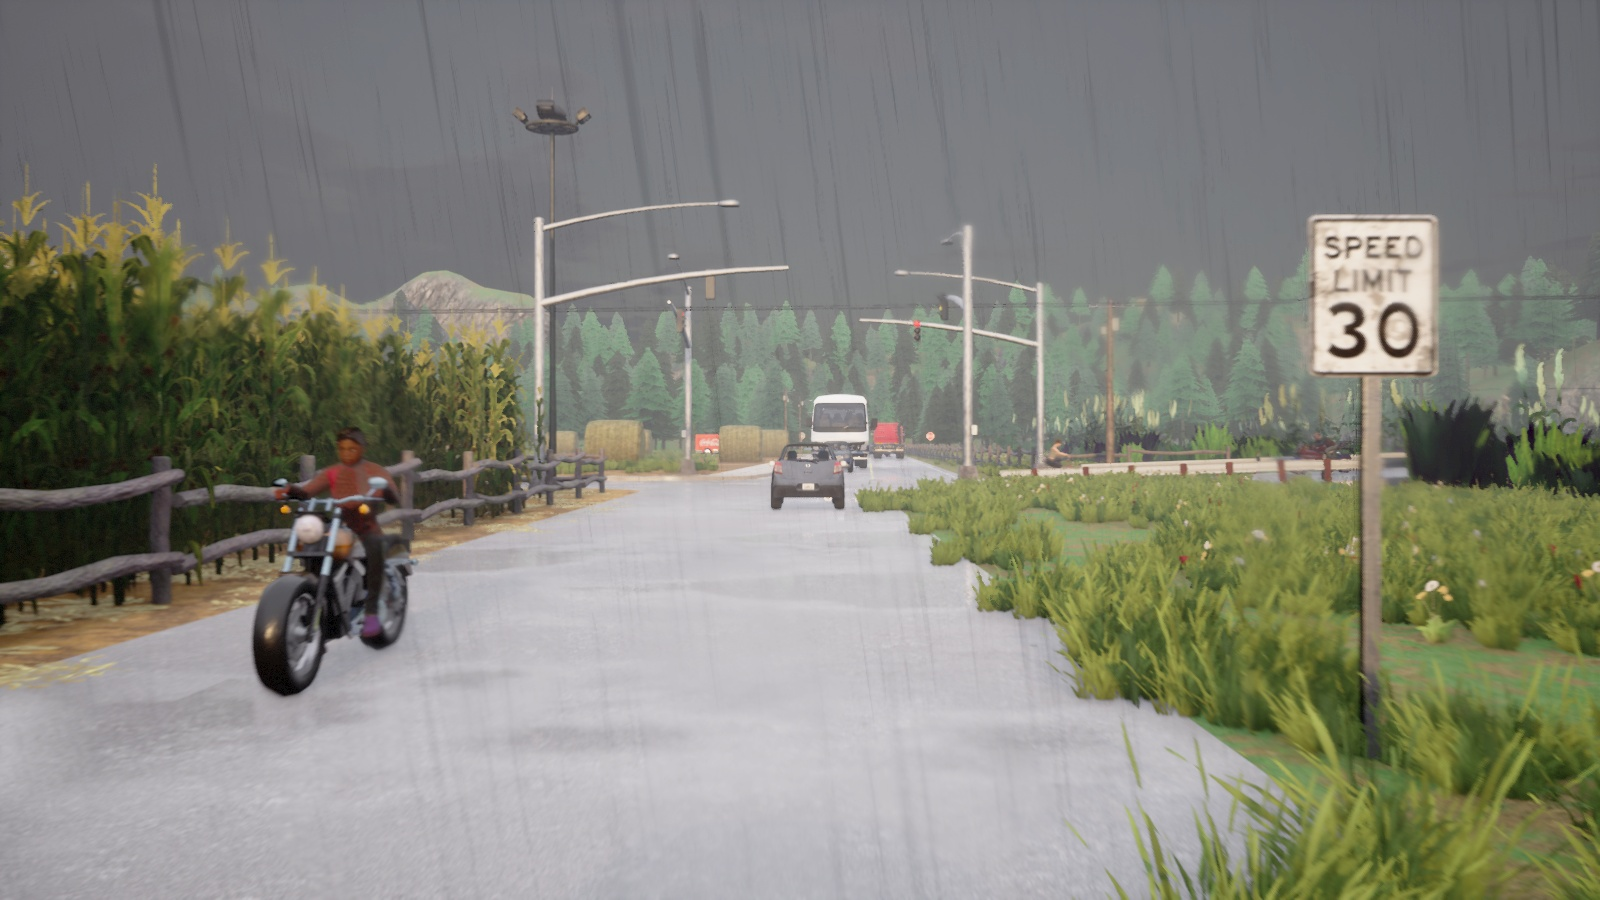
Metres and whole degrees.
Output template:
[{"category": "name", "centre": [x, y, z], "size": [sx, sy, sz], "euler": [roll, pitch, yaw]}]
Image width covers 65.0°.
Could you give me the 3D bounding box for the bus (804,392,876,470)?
[{"category": "bus", "centre": [2.452, -1.080, 74.188], "size": [3.944, 4.253, 10.273], "euler": [0, 0, 3]}]

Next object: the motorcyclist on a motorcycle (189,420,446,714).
[{"category": "motorcyclist on a motorcycle", "centre": [-3.038, 0.648, 8.227], "size": [0.766, 1.649, 2.350], "euler": [0, 0, 0]}]

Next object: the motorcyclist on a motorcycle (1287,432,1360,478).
[{"category": "motorcyclist on a motorcycle", "centre": [18.693, 0.173, 44.887], "size": [2.191, 1.530, 0.866], "euler": [-3, 0, 6]}]

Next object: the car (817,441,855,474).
[{"category": "car", "centre": [1.787, 0.343, 61.908], "size": [1.789, 1.549, 3.705], "euler": [0, 0, 3]}]

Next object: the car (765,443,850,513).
[{"category": "car", "centre": [0.180, 0.597, 29.094], "size": [1.845, 1.501, 3.633], "euler": [0, 0, 0]}]
